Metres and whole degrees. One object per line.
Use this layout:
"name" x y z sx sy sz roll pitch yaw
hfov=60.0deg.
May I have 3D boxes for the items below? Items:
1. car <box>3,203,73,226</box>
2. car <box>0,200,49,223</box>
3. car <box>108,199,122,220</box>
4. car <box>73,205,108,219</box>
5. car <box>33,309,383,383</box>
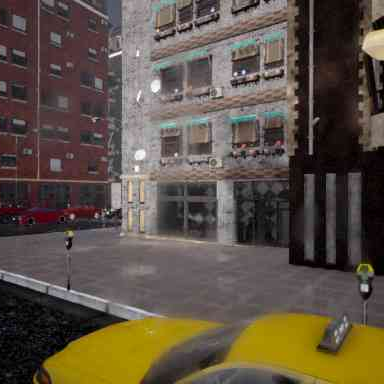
"car" -12.004 1.851 26.174 1.994 1.385 4.181 0 -1 35
"car" -14.151 1.591 27.650 2.192 1.841 5.009 -1 -2 35
"car" -6.448 1.682 33.995 2.150 2.045 5.566 0 -1 35
"car" -10.854 1.924 32.288 1.887 1.381 4.507 -1 -2 35
"car" 0.736 1.525 2.350 4.829 1.417 1.752 0 0 36
